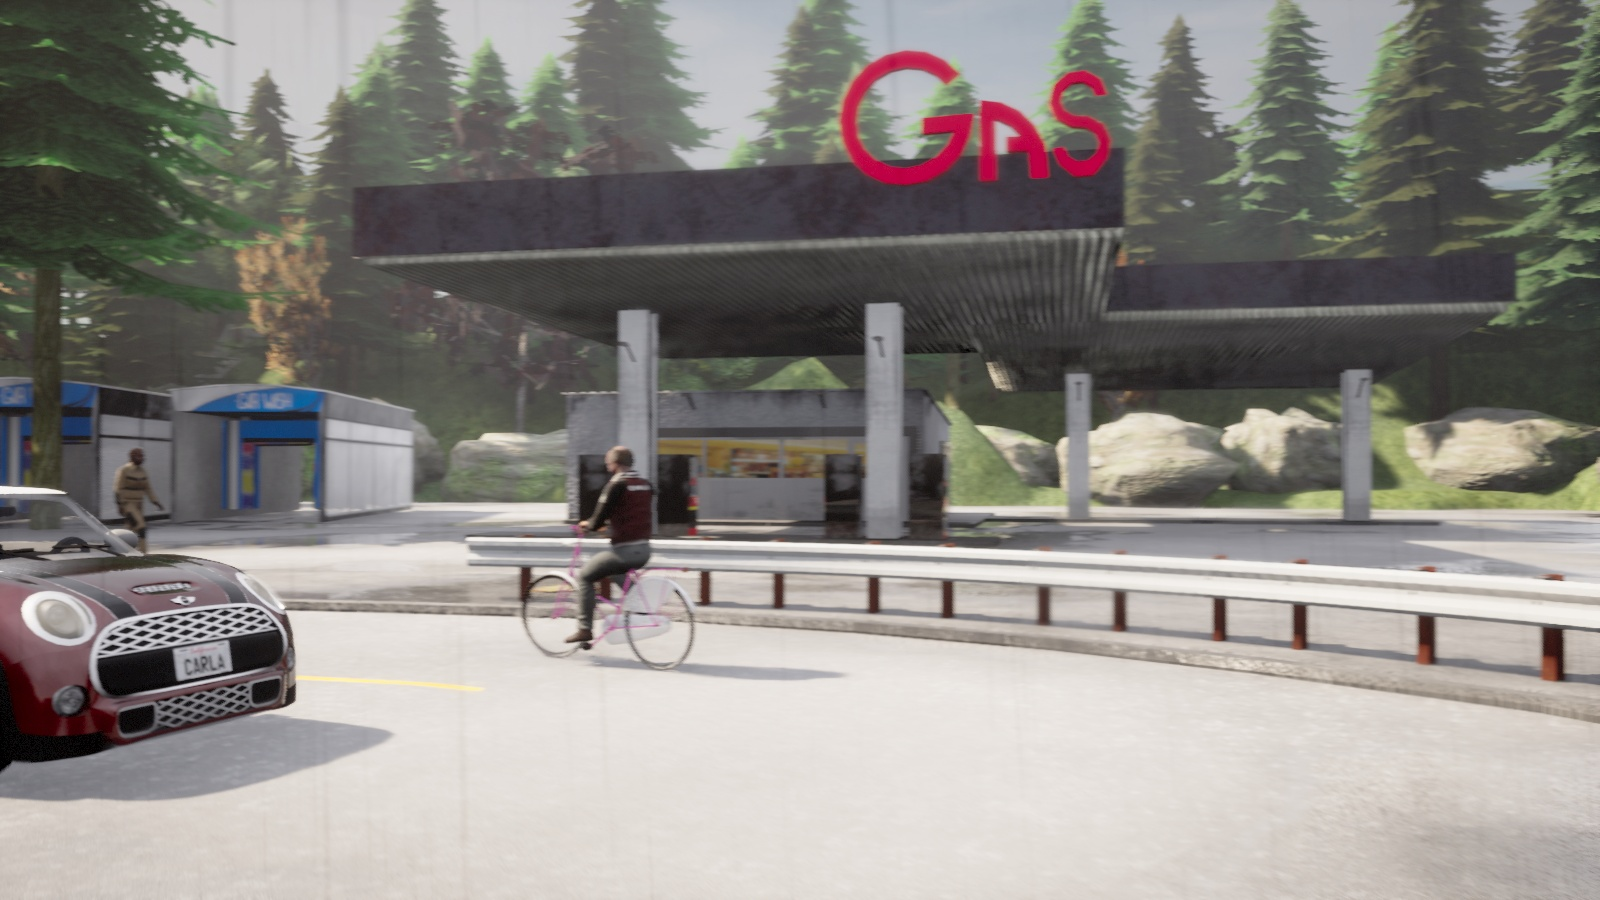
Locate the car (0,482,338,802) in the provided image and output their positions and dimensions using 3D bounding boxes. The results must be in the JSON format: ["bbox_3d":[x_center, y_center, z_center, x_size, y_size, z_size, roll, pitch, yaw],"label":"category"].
[{"bbox_3d":[-4.964,0.941,7.436,3.806,1.475,1.970,-1,-1,20],"label":"car"}]

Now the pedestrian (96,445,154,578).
[{"bbox_3d":[-9.957,0.906,18.528,0.692,1.930,0.396,-1,-1,19],"label":"pedestrian"}]

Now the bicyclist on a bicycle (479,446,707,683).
[{"bbox_3d":[-1.700,0.868,10.194,1.843,1.776,0.659,-1,0,33],"label":"bicyclist on a bicycle"}]
